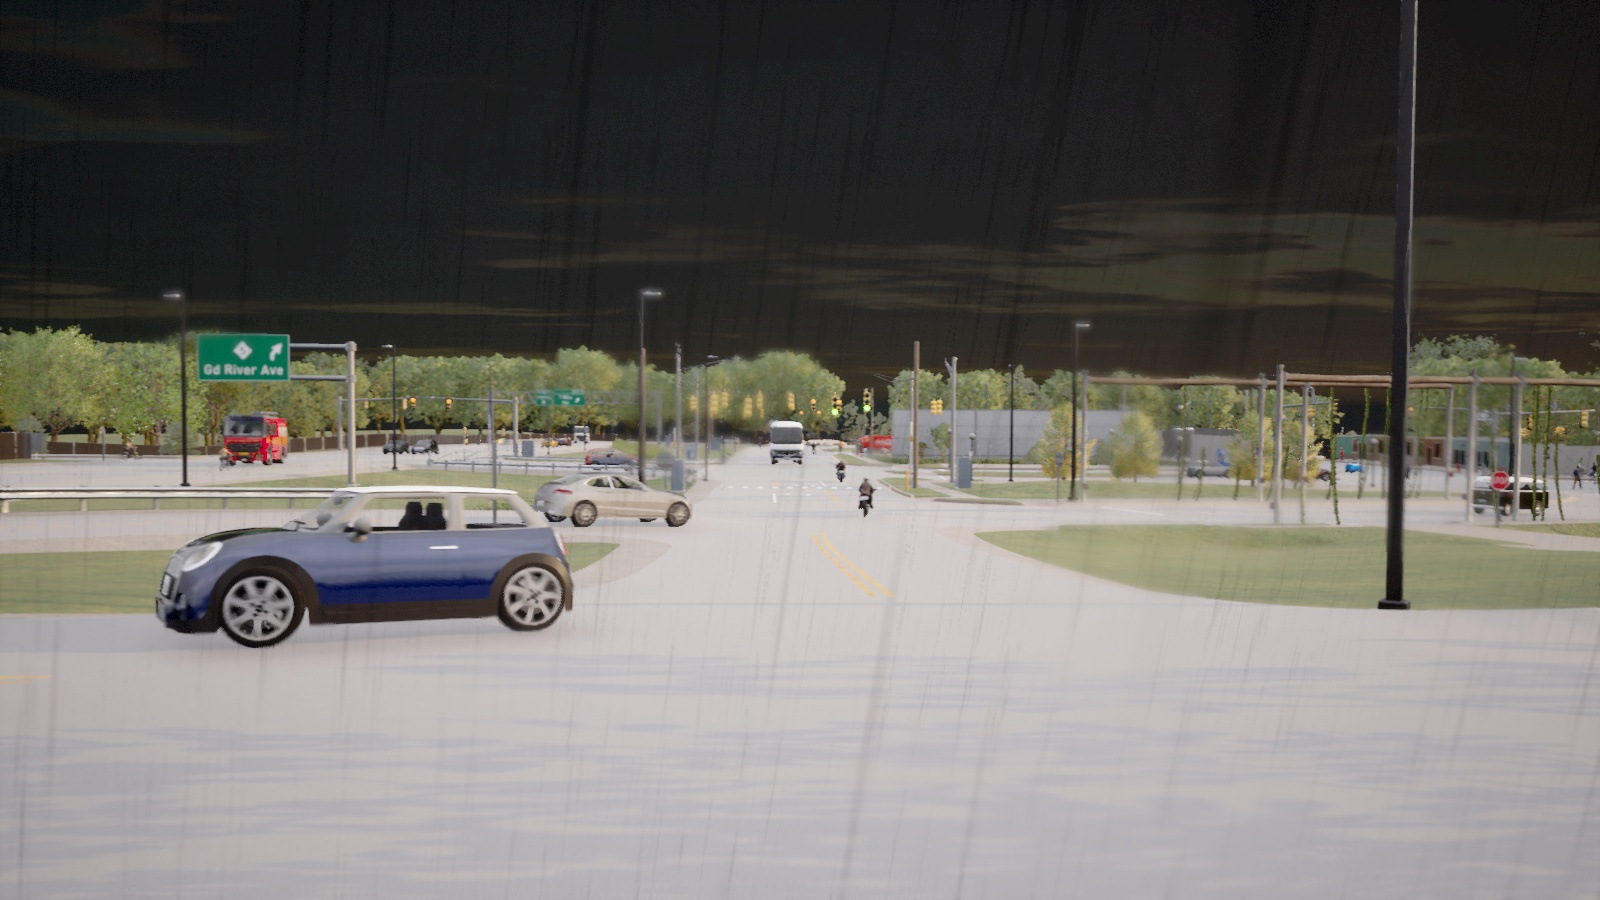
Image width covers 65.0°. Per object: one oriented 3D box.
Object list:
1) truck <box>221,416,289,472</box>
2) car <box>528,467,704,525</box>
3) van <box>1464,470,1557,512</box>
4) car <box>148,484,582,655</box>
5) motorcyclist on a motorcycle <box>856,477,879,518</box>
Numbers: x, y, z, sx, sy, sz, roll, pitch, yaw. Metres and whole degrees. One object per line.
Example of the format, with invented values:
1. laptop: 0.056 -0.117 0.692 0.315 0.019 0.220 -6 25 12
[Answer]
1. truck: -38.952 -0.509 90.069 2.891 3.827 8.468 0 1 -12
2. car: -5.776 1.443 39.654 5.027 1.651 2.152 2 1 -37
3. van: 37.464 2.131 66.202 4.480 2.038 2.069 0 2 -27
4. car: -4.364 1.088 12.665 3.806 1.475 1.970 1 -2 -31
5. motorcyclist on a motorcycle: 2.679 1.855 49.714 0.797 1.523 2.044 0 0 7
